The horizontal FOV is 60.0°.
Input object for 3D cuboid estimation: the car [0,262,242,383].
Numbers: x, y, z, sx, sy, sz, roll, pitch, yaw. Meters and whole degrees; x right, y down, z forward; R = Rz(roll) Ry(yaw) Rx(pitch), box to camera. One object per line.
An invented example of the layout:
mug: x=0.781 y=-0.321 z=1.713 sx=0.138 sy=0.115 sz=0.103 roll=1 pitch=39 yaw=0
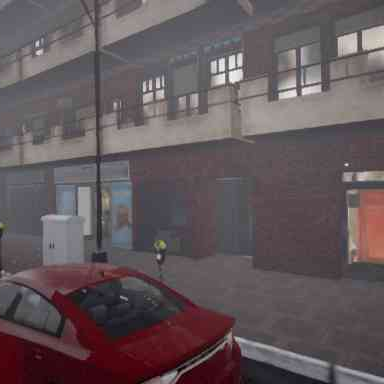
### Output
car: x=-1.608 y=1.543 z=4.039 sx=4.507 sy=1.381 sz=1.887 roll=0 pitch=-1 yaw=36
